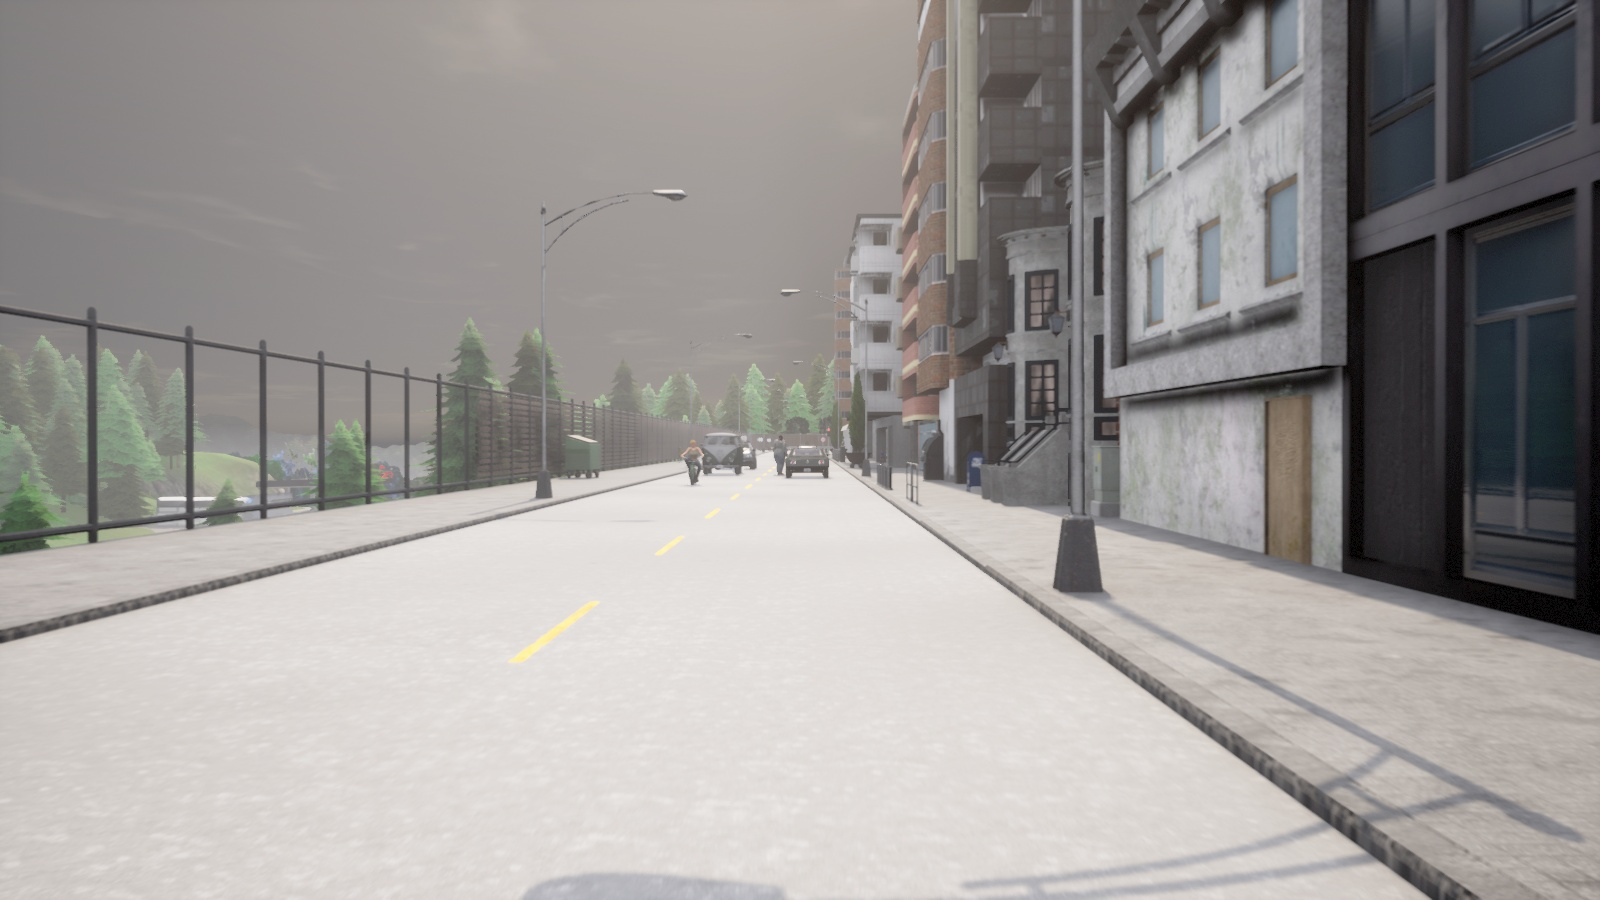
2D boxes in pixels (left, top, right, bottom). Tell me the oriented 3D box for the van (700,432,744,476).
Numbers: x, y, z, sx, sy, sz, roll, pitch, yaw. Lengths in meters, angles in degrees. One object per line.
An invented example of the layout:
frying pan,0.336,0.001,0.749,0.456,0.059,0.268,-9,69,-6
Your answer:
van,-3.652,0.162,59.384,1.775,1.987,4.442,0,0,0

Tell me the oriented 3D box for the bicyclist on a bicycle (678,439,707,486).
bicyclist on a bicycle,-3.736,0.434,43.649,0.866,1.612,1.509,0,0,1

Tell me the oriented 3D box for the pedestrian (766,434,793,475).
pedestrian,-0.928,0.217,57.662,0.874,1.855,0.900,0,0,45

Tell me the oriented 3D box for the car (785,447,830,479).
car,0.319,0.540,54.555,1.895,1.301,4.718,0,0,0

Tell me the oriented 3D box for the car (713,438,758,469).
car,-3.590,0.189,70.822,2.242,1.667,4.611,0,0,0
